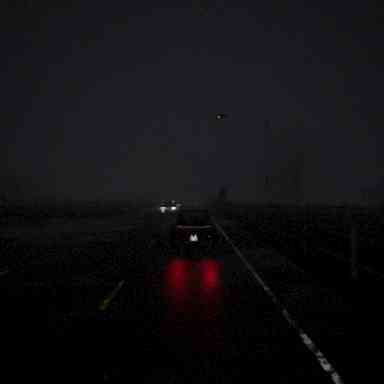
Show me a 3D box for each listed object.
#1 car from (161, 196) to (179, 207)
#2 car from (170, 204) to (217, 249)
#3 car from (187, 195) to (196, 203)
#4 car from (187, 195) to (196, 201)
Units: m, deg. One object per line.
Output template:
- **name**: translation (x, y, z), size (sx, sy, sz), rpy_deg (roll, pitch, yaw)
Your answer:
- **car**: translation (-3.617, 1.451, 51.979), size (2.097, 1.767, 4.553), rpy_deg (0, 0, 0)
- **car**: translation (0.073, 1.521, 14.743), size (2.128, 1.511, 4.902), rpy_deg (0, 0, 0)
- **car**: translation (-0.057, 1.657, 71.147), size (1.812, 1.442, 4.674), rpy_deg (0, 0, 0)
- **car**: translation (-0.064, 1.523, 81.152), size (2.033, 1.411, 5.357), rpy_deg (0, 0, 0)
